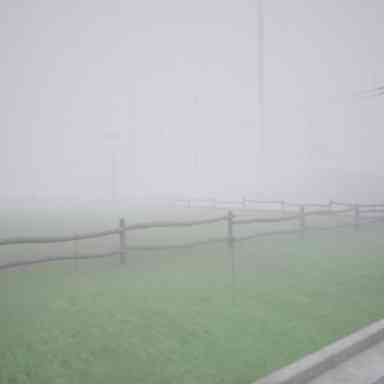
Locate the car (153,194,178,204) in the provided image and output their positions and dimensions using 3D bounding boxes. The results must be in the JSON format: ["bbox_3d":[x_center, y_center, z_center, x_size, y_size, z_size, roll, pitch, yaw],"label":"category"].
[{"bbox_3d":[-4.733,1.097,54.017,1.812,1.442,4.674,-1,0,-36],"label":"car"}]

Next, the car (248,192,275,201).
[{"bbox_3d":[11.570,0.704,55.369,2.097,1.767,4.553,-1,1,-36],"label":"car"}]

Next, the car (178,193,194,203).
[{"bbox_3d":[-1.619,0.994,55.679,1.882,1.535,5.008,-1,0,-36],"label":"car"}]
